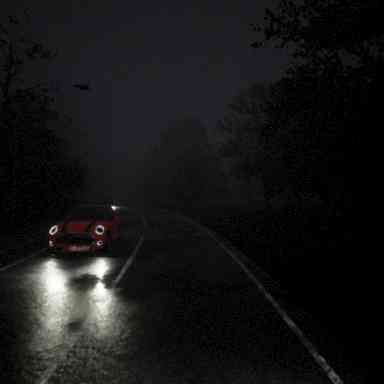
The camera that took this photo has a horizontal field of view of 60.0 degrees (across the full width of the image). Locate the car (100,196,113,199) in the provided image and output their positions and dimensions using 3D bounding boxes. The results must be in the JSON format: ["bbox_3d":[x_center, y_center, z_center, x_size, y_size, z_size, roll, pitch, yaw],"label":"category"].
[{"bbox_3d":[-13.908,1.326,54.097,1.895,1.301,4.718,2,-2,-22],"label":"car"}]

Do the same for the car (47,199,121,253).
[{"bbox_3d":[-4.167,1.323,13.482,2.097,1.767,4.553,0,0,-5],"label":"car"}]
